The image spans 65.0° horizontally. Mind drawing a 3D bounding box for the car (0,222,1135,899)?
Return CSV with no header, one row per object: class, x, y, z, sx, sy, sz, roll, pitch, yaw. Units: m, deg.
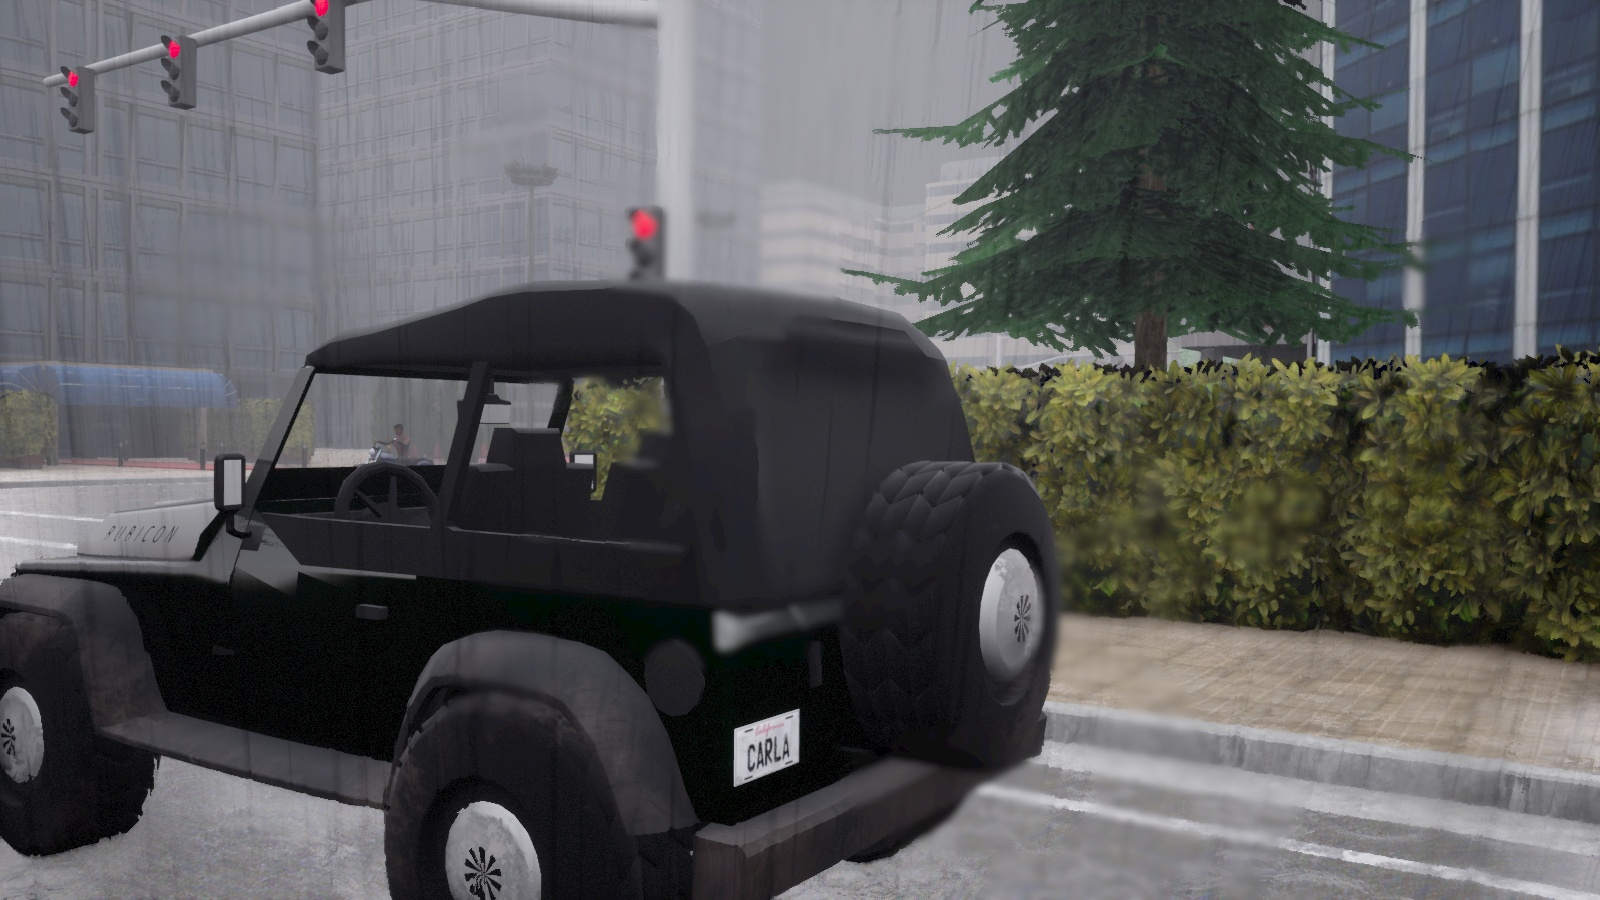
car,-1.061,0.478,4.325,3.866,1.878,1.905,0,1,34
